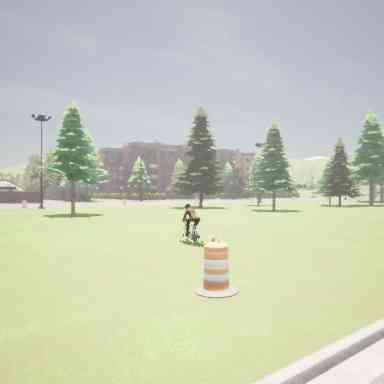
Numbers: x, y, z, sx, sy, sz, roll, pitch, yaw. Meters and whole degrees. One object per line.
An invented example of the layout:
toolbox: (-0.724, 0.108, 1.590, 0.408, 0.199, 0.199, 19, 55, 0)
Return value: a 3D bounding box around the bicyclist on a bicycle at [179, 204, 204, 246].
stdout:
bicyclist on a bicycle: (-0.054, 1.303, 13.335, 0.582, 1.620, 1.656, 0, -2, -37)
